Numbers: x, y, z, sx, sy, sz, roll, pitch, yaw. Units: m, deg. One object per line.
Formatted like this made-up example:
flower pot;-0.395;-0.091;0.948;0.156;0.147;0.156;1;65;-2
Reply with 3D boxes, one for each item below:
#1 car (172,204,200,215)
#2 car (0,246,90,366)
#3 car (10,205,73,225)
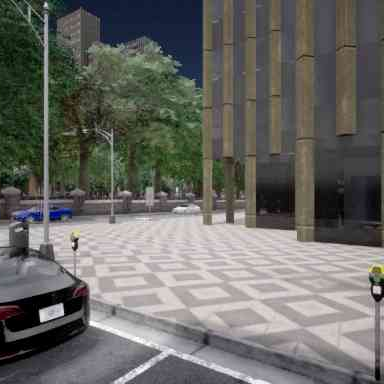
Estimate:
car;-0.665;2.303;44.678;1.812;1.442;4.674;0;-1;35
car;-3.471;1.566;5.423;4.313;1.339;1.947;0;0;35
car;-12.478;1.827;27.852;1.882;1.535;5.008;0;-1;35
